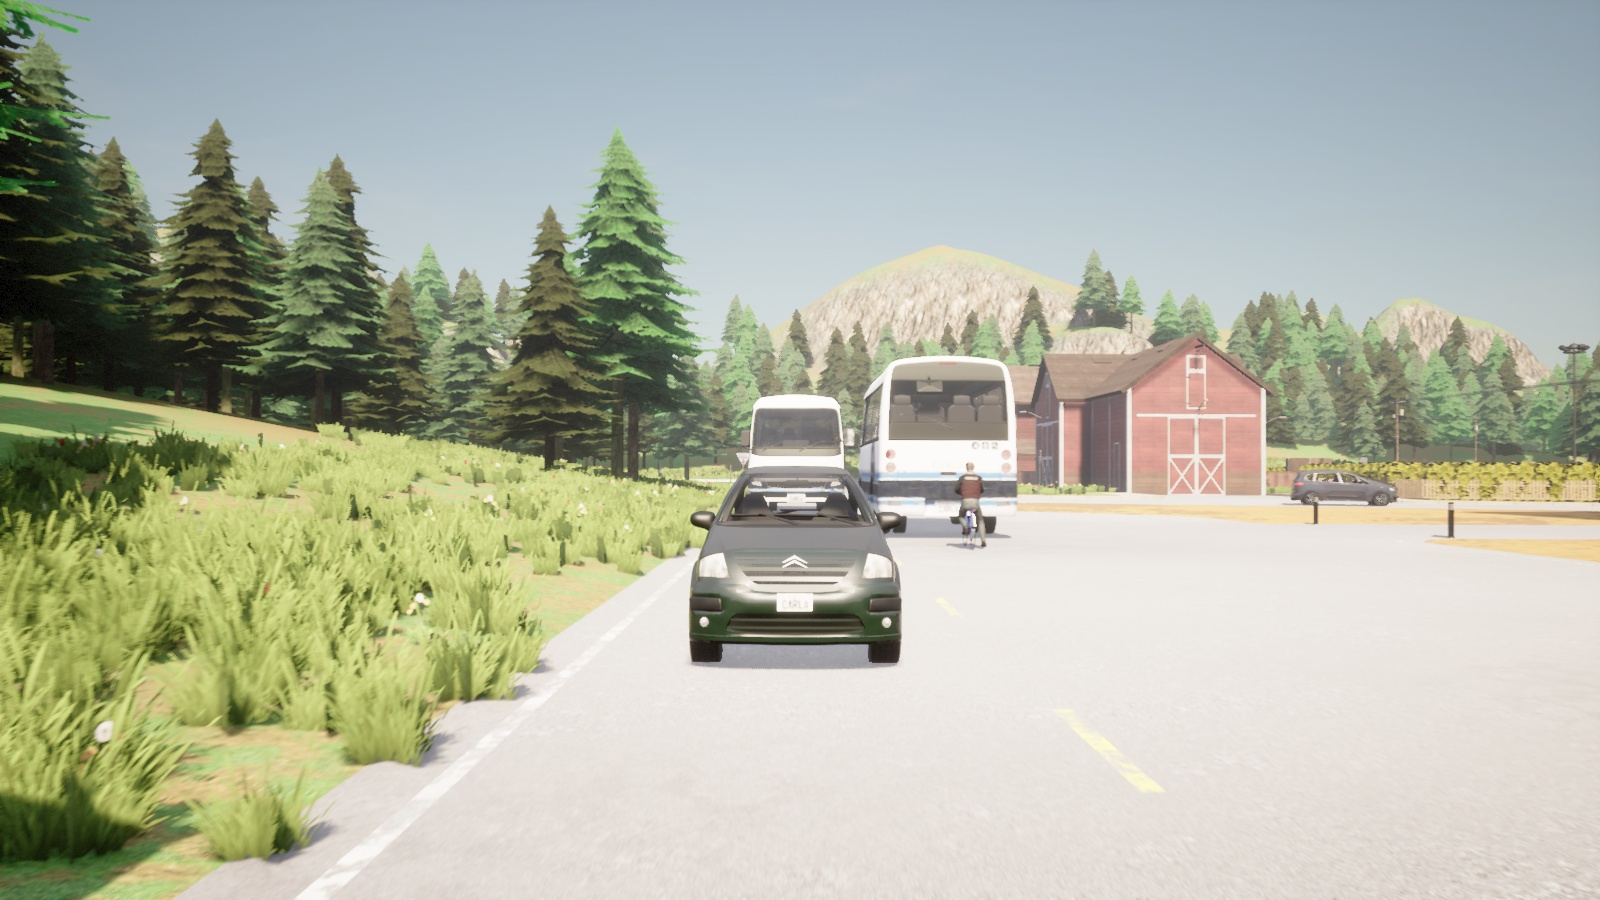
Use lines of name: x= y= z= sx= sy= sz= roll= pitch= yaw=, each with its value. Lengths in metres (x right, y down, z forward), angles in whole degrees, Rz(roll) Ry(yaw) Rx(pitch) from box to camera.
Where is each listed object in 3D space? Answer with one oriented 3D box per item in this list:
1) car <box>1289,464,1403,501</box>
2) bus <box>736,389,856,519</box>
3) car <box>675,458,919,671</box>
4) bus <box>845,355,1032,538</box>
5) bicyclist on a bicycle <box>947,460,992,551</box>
car: x=25.354 y=1.492 z=58.544 sx=4.611 sy=1.667 sz=2.242 roll=0 pitch=-1 yaw=16
bus: x=-0.118 y=0.215 z=46.571 sx=3.944 sy=4.253 sz=10.273 roll=0 pitch=-1 yaw=0
car: x=-0.028 y=0.906 z=11.574 sx=1.851 sy=1.617 sz=3.988 roll=0 pitch=-1 yaw=0
bus: x=3.412 y=-0.002 z=34.393 sx=3.944 sy=4.253 sz=10.273 roll=0 pitch=-1 yaw=0
bicyclist on a bicycle: x=3.438 y=1.098 z=25.581 sx=0.659 sy=1.776 sz=1.843 roll=0 pitch=-1 yaw=0
